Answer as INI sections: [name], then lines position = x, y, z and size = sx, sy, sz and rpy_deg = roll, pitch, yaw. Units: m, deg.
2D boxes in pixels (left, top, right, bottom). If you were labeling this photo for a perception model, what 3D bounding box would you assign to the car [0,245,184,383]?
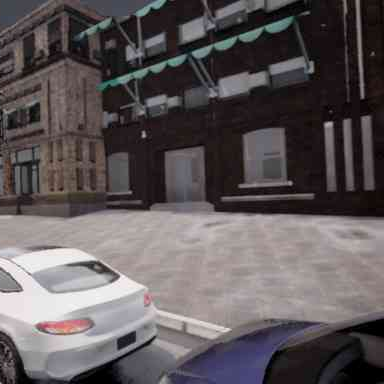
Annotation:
[car]
position = -2.631, 1.572, 5.196
size = 4.674, 1.452, 2.002
rpy_deg = -1, 0, 36
